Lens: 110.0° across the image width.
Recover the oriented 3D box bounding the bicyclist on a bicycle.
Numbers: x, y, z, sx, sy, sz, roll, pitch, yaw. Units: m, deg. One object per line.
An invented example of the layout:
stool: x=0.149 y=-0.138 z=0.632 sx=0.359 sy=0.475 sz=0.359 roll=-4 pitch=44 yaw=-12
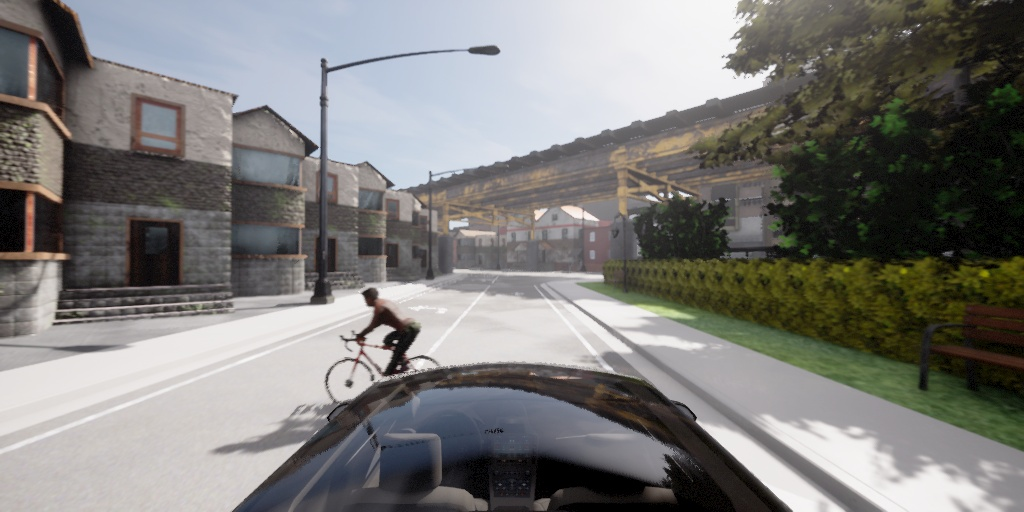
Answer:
bicyclist on a bicycle: x=-1.734 y=1.244 z=4.861 sx=1.656 sy=1.620 sz=0.582 roll=-2 pitch=-1 yaw=0
